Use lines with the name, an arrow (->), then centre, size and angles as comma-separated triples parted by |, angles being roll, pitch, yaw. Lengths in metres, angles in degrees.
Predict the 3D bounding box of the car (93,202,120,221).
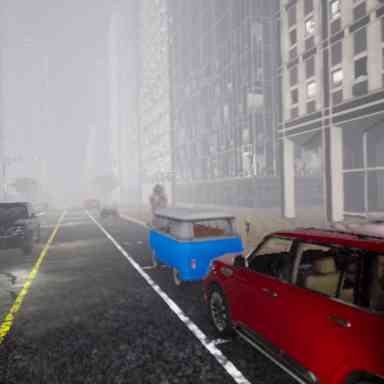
car -> -7.750, 1.885, 30.739 | 2.008, 1.369, 4.403 | -2, 0, -20

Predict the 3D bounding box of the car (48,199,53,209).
car -> -29.038, 2.638, 65.372 | 1.947, 1.339, 4.313 | -2, 0, -20

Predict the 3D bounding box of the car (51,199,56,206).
car -> -32.867, 2.769, 76.075 | 2.008, 1.369, 4.403 | -2, 0, -20

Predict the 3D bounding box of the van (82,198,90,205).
van -> -26.902, 2.414, 84.250 | 1.690, 1.788, 3.998 | -2, 0, -20

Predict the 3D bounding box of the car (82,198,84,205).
car -> -17.331, 2.020, 57.496 | 2.192, 1.841, 5.009 | -2, 0, -20

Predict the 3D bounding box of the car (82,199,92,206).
car -> -24.984, 2.439, 78.899 | 1.967, 1.590, 4.097 | -2, 0, -20

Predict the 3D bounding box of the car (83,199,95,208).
car -> -21.155, 2.293, 68.197 | 1.967, 1.590, 4.097 | -2, 0, -20

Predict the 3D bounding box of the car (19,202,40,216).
car -> -21.385, 2.216, 43.968 | 1.967, 1.590, 4.097 | -2, 0, -20

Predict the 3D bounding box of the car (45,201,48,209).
car -> -25.153, 2.448, 54.511 | 1.752, 1.417, 4.829 | -2, 0, -20

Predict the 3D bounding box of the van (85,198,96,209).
van -> -19.244, 2.120, 62.846 | 1.690, 1.788, 3.998 | -2, 0, -20

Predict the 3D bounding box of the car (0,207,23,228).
car -> -15.637, 2.104, 27.915 | 2.008, 1.369, 4.403 | -2, 0, -20

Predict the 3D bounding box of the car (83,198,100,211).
car -> -15.417, 1.946, 52.144 | 2.192, 1.841, 5.009 | -2, 0, -20

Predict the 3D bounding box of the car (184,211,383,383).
car -> 1.812, 1.277, 3.984 | 2.192, 1.841, 5.009 | -2, 0, -20

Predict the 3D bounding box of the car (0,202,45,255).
car -> -8.015, 1.506, 14.590 | 2.150, 2.045, 5.566 | -2, 0, -20

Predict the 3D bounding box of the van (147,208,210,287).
van -> -0.101, 1.377, 9.336 | 1.690, 1.788, 3.998 | -2, 0, -20

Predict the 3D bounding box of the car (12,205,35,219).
car -> -19.465, 2.284, 38.617 | 1.802, 1.307, 4.206 | -2, 0, -20
